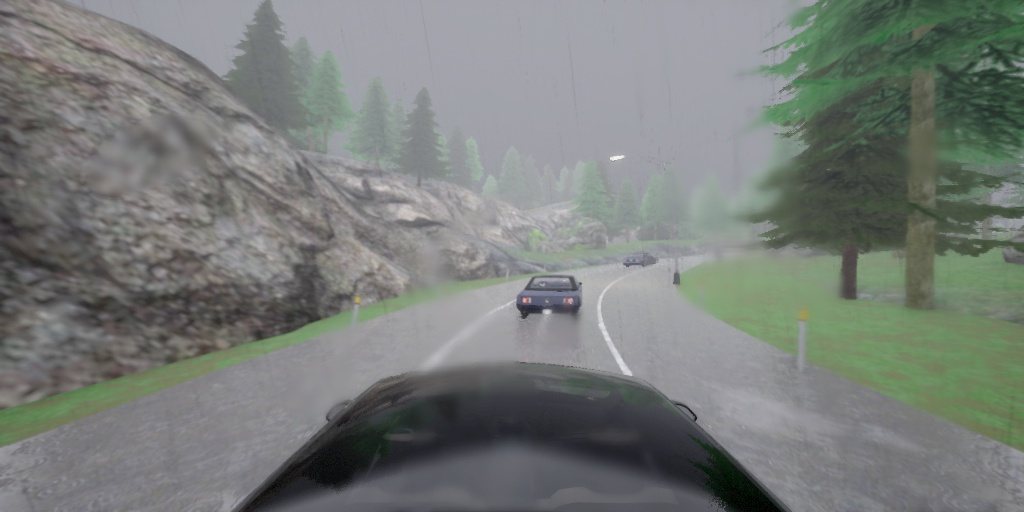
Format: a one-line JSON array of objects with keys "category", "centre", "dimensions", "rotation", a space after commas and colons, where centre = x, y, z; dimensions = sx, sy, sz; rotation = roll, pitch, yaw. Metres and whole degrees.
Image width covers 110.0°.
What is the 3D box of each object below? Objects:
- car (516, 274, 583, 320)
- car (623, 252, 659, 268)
[{"category": "car", "centre": [1.480, 1.282, 12.450], "dimensions": [1.895, 1.301, 4.718], "rotation": [0, 1, 12]}, {"category": "car", "centre": [12.787, 0.335, 35.576], "dimensions": [2.033, 1.411, 5.357], "rotation": [-2, 2, 40]}]
